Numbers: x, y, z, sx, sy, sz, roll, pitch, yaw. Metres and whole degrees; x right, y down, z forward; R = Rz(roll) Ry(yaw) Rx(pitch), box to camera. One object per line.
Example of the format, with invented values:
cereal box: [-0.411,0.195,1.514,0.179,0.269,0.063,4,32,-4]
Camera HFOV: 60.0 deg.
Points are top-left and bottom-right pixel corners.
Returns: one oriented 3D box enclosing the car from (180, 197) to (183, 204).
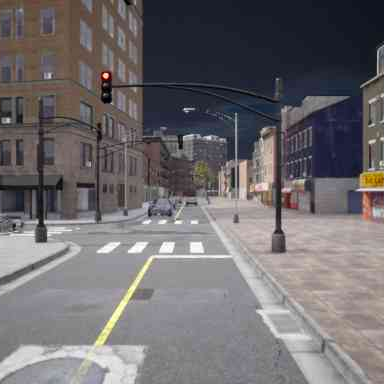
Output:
car: [-2.853,1.524,63.006,1.837,1.490,4.892,0,0,0]

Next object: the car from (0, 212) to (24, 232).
car: [-11.974,1.549,18.549,4.902,1.511,2.128,0,0,5]

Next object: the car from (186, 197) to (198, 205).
car: [-0.056,1.578,57.023,1.994,1.385,4.181,0,0,0]

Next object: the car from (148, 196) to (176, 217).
car: [-2.880,1.355,31.197,2.097,1.767,4.553,0,0,0]

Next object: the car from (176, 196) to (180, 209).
car: [-2.892,1.513,42.858,1.837,1.490,4.892,0,0,0]
